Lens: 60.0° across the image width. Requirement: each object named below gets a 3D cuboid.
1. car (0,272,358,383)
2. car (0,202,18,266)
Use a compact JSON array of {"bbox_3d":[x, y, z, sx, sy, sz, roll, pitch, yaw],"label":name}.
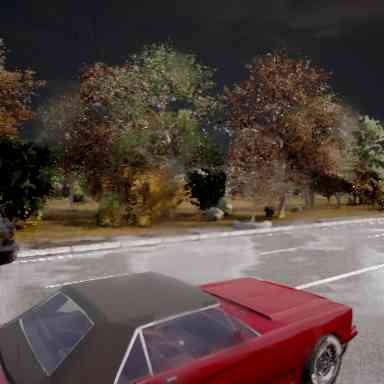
[{"bbox_3d":[-0.255,1.601,3.564,4.718,1.301,1.895,0,0,-35],"label":"car"},{"bbox_3d":[-7.088,1.222,7.547,5.566,2.045,2.150,0,0,-35],"label":"car"}]
